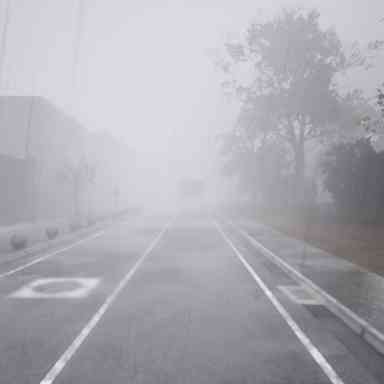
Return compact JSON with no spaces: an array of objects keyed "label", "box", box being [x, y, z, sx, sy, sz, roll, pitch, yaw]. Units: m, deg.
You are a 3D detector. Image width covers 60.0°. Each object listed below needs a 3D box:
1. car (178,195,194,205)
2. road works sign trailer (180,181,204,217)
[{"label":"car","box":[-1.145,1.572,67.484,2.150,2.045,5.566,-1,0,13]},{"label":"road works sign trailer","box":[0.000,0.667,33.757,2.380,3.560,2.880,0,0,0]}]
